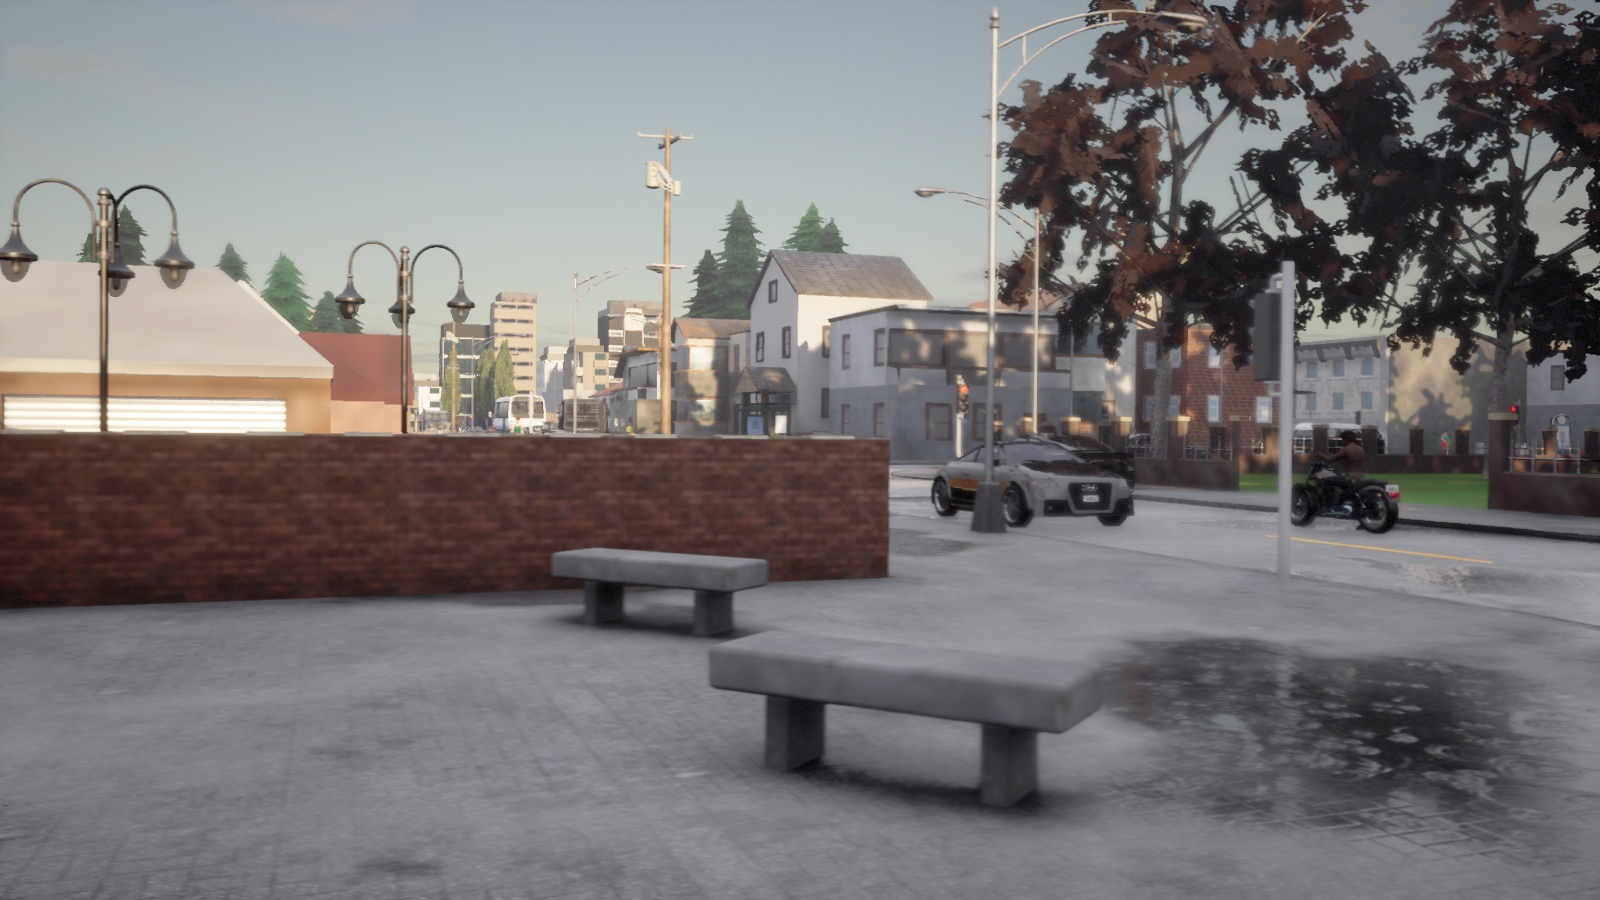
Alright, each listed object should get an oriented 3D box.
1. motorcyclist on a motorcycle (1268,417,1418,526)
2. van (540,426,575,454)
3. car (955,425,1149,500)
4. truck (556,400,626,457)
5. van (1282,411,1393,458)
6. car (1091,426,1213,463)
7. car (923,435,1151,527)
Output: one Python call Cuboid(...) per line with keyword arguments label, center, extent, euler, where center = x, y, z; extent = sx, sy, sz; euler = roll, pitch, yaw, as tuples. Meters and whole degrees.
Cuboid(label="motorcyclist on a motorcycle", center=(8.721, 0.307, 20.302), extent=(0.766, 1.649, 2.350), euler=(-1, 1, -22))
Cuboid(label="van", center=(-17.743, -0.766, 91.701), extent=(1.775, 1.987, 4.442), euler=(-1, 1, -20))
Cuboid(label="car", center=(5.620, 0.231, 28.724), extent=(1.882, 1.535, 5.008), euler=(-1, 1, -22))
Cuboid(label="truck", center=(-13.341, -1.353, 79.744), extent=(2.891, 3.462, 7.936), euler=(-1, 1, -20))
Cuboid(label="van", center=(24.256, -0.709, 56.699), extent=(4.480, 2.038, 2.069), euler=(-1, 1, -22))
Cuboid(label="car", center=(14.919, -0.260, 53.220), extent=(4.892, 1.490, 1.837), euler=(-1, 1, -23))
Cuboid(label="car", center=(3.927, 0.456, 21.576), extent=(1.994, 1.385, 4.181), euler=(-1, 1, -20))
